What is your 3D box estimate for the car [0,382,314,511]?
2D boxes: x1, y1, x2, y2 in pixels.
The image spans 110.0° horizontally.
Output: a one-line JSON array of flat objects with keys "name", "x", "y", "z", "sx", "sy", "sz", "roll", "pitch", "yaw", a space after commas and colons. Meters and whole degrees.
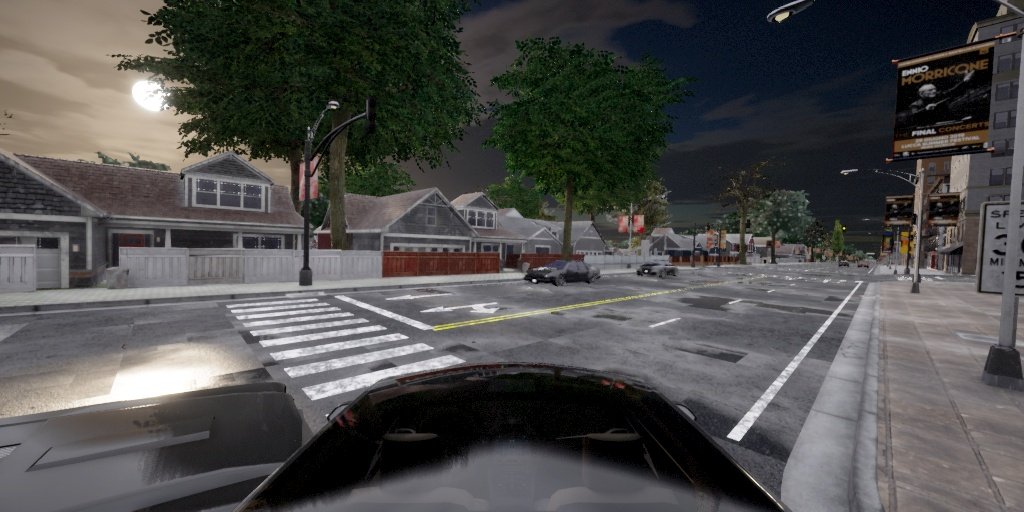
[{"name": "car", "x": -3.306, "y": 1.295, "z": 1.232, "sx": 4.718, "sy": 1.301, "sz": 1.895, "roll": 1, "pitch": 2, "yaw": -34}]

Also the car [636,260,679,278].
[{"name": "car", "x": 11.803, "y": 1.003, "z": 29.024, "sx": 4.181, "sy": 1.385, "sz": 1.994, "roll": 0, "pitch": 2, "yaw": -44}]

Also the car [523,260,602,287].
[{"name": "car", "x": 3.080, "y": 0.925, "z": 20.570, "sx": 5.357, "sy": 1.411, "sz": 2.033, "roll": 0, "pitch": 2, "yaw": -44}]
